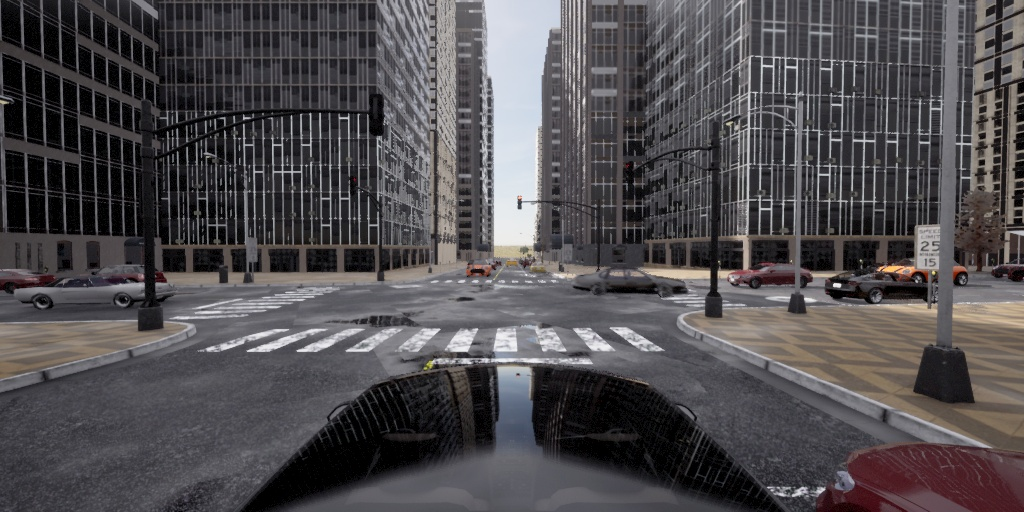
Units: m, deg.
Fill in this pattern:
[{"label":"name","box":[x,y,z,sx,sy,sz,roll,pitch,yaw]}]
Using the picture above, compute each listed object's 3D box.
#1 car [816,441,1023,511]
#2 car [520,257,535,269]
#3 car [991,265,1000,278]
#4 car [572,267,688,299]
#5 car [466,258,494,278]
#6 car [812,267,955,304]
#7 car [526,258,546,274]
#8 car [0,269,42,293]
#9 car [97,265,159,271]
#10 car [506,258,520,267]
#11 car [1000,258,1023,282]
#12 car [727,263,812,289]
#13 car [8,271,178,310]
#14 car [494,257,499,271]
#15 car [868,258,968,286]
[{"label":"car","box":[2.692,1.333,0.408,1.802,1.307,4.207,0,0,0]},{"label":"car","box":[2.710,1.028,55.027,2.192,1.841,5.009,0,0,0]},{"label":"car","box":[37.693,0.865,26.122,4.097,1.591,1.967,0,0,-5]},{"label":"car","box":[5.719,1.269,17.923,5.357,1.411,2.033,0,1,13]},{"label":"car","box":[-3.112,1.087,34.293,2.097,1.767,4.553,0,0,0]},{"label":"car","box":[16.124,1.294,15.706,4.313,1.339,1.948,0,0,-5]},{"label":"car","box":[2.806,1.254,39.946,1.751,1.417,4.829,0,0,0]},{"label":"car","box":[-28.204,1.390,20.016,4.207,1.307,1.802,0,0,-5]},{"label":"car","box":[-22.578,1.215,20.541,4.097,1.591,1.967,0,0,-5]},{"label":"car","box":[-0.025,1.178,65.005,1.882,1.535,5.008,0,0,0]},{"label":"car","box":[35.349,0.846,23.279,4.553,1.767,2.097,0,1,-5]},{"label":"car","box":[15.392,1.135,21.449,4.674,1.442,1.812,0,1,-5]},{"label":"car","box":[-17.345,1.469,15.199,4.718,1.301,1.895,0,1,-6]},{"label":"car","box":[-3.118,1.199,48.035,1.882,1.535,5.008,0,0,0]},{"label":"car","box":[25.340,0.904,22.359,4.553,1.767,2.097,0,1,-5]}]
